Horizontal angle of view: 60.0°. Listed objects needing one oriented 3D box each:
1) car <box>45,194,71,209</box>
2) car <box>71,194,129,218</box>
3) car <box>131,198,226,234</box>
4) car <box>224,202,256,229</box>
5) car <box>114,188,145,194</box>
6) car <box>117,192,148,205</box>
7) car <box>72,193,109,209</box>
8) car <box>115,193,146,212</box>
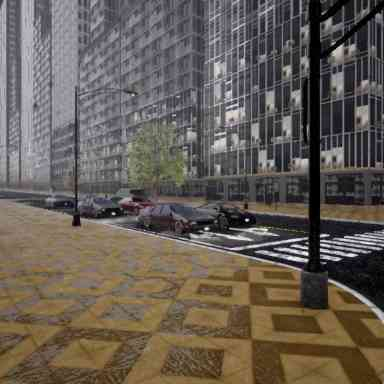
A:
[{"bbox_3d":[-13.394,0.938,33.619,1.994,1.385,4.181,0,1,-38],"label":"car"},{"bbox_3d":[-7.212,1.106,25.704,2.033,1.411,5.357,0,1,-38],"label":"car"},{"bbox_3d":[-0.940,1.292,17.708,2.033,1.411,5.357,0,1,-38],"label":"car"},{"bbox_3d":[1.751,1.309,19.545,1.994,1.385,4.181,0,1,-38],"label":"car"},{"bbox_3d":[-7.037,0.622,36.347,2.150,2.045,5.566,0,1,-38],"label":"car"},{"bbox_3d":[-7.631,0.807,42.387,1.837,1.490,4.892,0,1,-38],"label":"car"},{"bbox_3d":[-10.995,0.913,35.825,2.033,1.411,5.357,0,1,-38],"label":"car"},{"bbox_3d":[-4.579,1.083,27.614,1.812,1.442,4.674,0,1,-38],"label":"car"}]
